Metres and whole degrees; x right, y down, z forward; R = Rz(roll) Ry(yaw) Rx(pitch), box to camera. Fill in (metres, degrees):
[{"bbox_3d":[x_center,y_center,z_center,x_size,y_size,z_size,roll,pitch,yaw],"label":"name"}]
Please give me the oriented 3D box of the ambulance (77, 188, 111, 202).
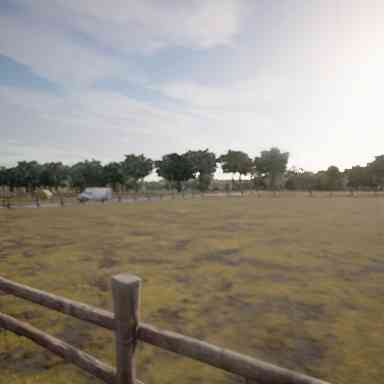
[{"bbox_3d":[-17.809,0.540,60.634,2.351,2.431,6.366,2,2,35],"label":"ambulance"}]
